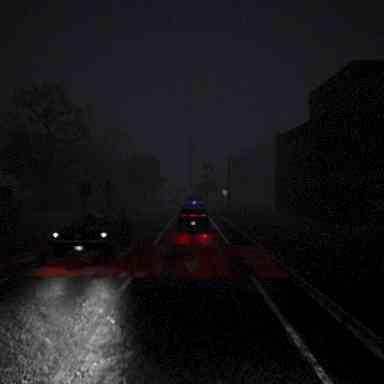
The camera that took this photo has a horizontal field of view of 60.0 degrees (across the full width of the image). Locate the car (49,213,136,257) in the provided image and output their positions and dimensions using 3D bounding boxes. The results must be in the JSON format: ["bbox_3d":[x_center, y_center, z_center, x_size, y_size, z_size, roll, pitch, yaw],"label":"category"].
[{"bbox_3d":[-3.340,1.431,12.054,1.895,1.301,4.718,0,-2,0],"label":"car"}]

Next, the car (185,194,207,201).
[{"bbox_3d":[0.410,1.265,36.899,2.150,2.045,5.566,0,0,4],"label":"car"}]

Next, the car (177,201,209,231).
[{"bbox_3d":[0.067,1.534,20.999,2.128,1.511,4.902,0,0,0],"label":"car"}]
